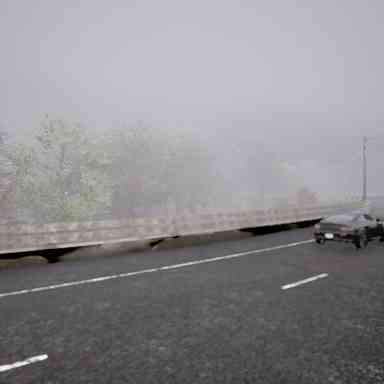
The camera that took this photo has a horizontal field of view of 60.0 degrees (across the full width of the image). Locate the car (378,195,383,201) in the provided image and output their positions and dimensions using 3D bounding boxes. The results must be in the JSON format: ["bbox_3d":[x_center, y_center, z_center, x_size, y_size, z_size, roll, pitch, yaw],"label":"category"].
[{"bbox_3d":[46.749,1.417,81.810,1.812,1.442,4.674,0,0,3],"label":"car"}]

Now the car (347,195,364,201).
[{"bbox_3d":[39.775,1.439,82.409,2.128,1.511,4.902,0,0,3],"label":"car"}]

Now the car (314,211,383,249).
[{"bbox_3d":[7.009,1.537,14.572,4.674,1.442,1.812,0,0,-44],"label":"car"}]

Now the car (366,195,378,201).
[{"bbox_3d":[43.262,1.427,82.109,1.812,1.442,4.674,0,0,3],"label":"car"}]
